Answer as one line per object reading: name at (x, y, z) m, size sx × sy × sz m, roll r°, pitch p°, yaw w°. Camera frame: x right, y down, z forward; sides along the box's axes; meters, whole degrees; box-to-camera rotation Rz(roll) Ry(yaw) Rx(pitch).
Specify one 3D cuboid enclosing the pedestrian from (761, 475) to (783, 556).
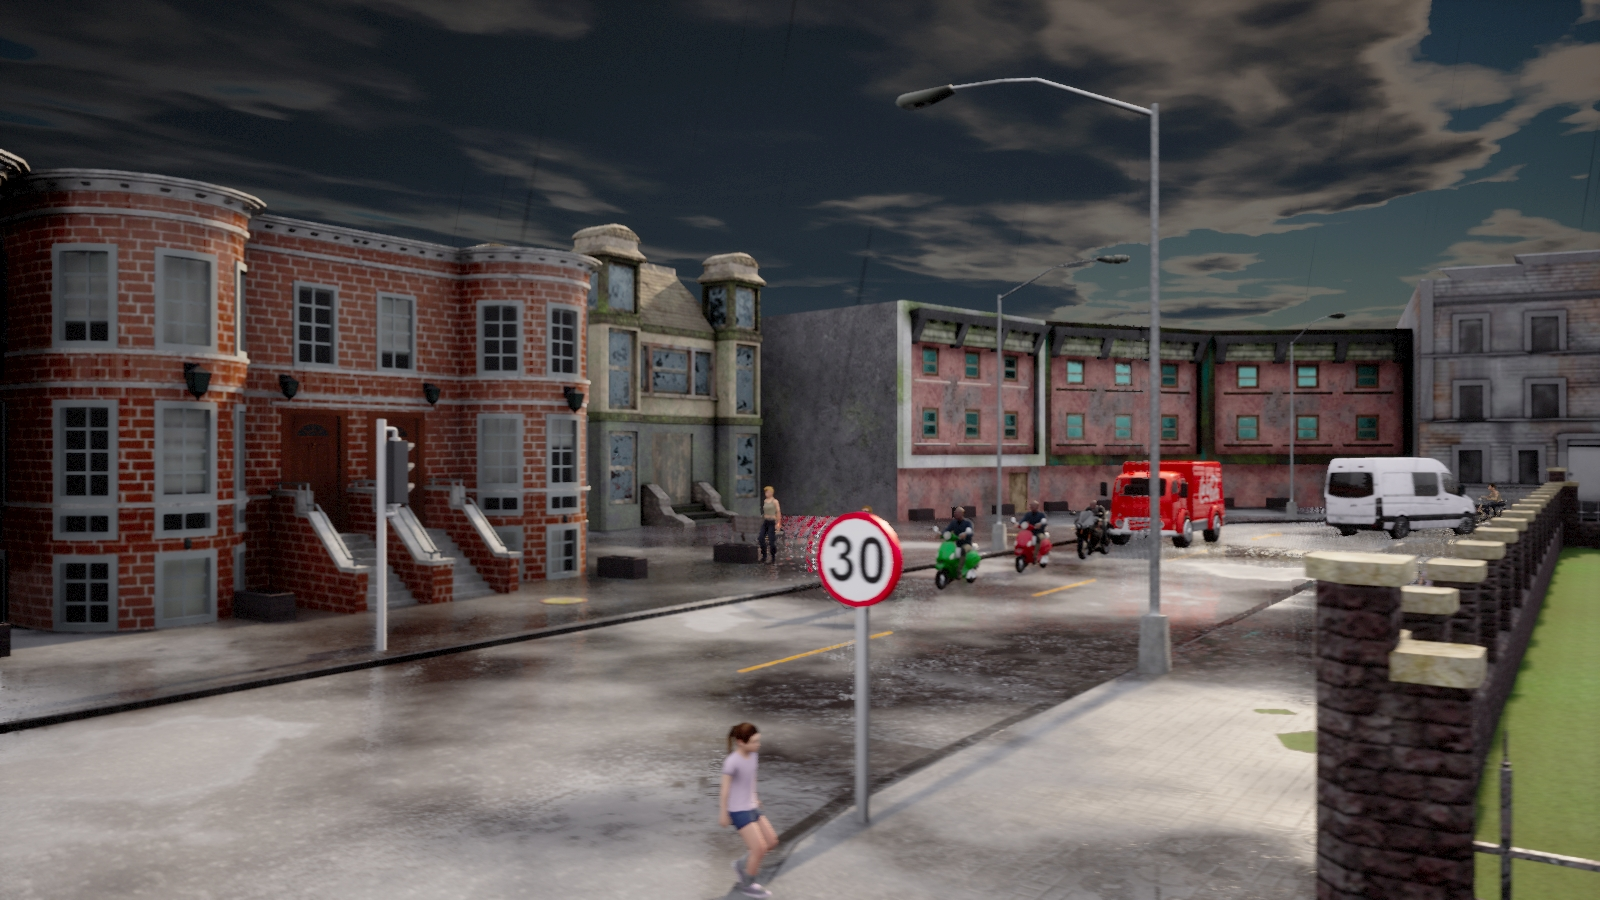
pedestrian at (-0.654, 1.525, 26.671) m, size 0.375 × 1.860 × 0.375 m, roll 0°, pitch 0°, yaw 43°

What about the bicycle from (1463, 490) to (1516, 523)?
bicycle at (24.956, 2.038, 41.356) m, size 1.487 × 1.080 × 0.859 m, roll 0°, pitch 2°, yaw 18°

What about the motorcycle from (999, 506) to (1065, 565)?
motorcycle at (5.404, 1.962, 26.567) m, size 0.856 × 1.236 × 1.805 m, roll 0°, pitch 0°, yaw 35°

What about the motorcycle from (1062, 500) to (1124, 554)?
motorcycle at (7.706, 1.985, 29.961) m, size 0.867 × 1.251 × 2.209 m, roll 0°, pitch 0°, yaw 35°

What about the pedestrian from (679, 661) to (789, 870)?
pedestrian at (-0.399, 1.905, 7.002) m, size 0.500 × 1.100 × 0.500 m, roll 0°, pitch 0°, yaw 23°

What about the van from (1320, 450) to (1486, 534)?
van at (19.838, 1.316, 37.504) m, size 5.915 × 2.561 × 1.988 m, roll 0°, pitch -1°, yaw -31°

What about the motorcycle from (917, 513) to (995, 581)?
motorcycle at (3.229, 1.962, 23.471) m, size 0.856 × 1.236 × 1.805 m, roll 0°, pitch 0°, yaw 35°

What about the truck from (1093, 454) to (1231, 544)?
truck at (10.987, 1.348, 34.414) m, size 2.627 × 2.467 × 5.204 m, roll 0°, pitch 0°, yaw 33°
